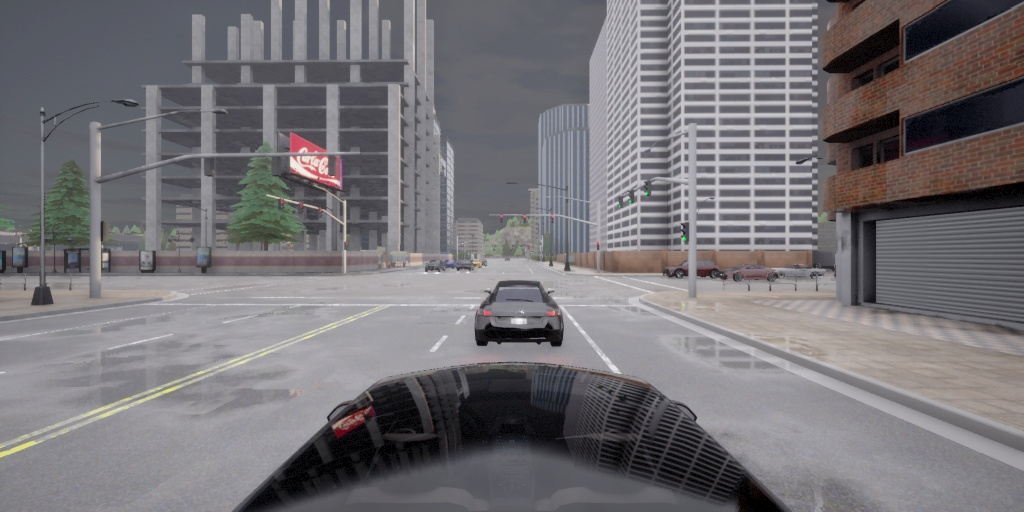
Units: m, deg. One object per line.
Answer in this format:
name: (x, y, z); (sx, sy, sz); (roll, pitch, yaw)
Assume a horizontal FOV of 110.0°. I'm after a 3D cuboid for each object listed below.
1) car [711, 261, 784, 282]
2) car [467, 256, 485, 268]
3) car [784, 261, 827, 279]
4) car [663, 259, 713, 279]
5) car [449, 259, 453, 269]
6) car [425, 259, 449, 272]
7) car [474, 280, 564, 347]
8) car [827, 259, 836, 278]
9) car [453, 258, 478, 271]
car: (18.793, 1.314, 28.767); (4.181, 1.385, 1.994); (0, 0, 1)
car: (-6.091, 1.228, 59.399); (1.882, 1.535, 5.008); (0, 0, 1)
car: (25.061, 1.351, 32.184); (4.718, 1.301, 1.895); (0, 0, 1)
car: (16.068, 1.102, 32.301); (4.553, 1.767, 2.097); (0, 0, 1)
car: (-9.665, 1.228, 55.701); (1.882, 1.535, 5.008); (0, 0, 1)
car: (-9.839, 1.255, 46.207); (1.837, 1.490, 4.892); (0, 0, 1)
car: (0.188, 1.314, 9.392); (1.994, 1.385, 4.181); (0, 0, 1)
car: (28.679, 1.228, 28.630); (5.008, 1.535, 1.882); (0, 0, 1)
car: (-6.290, 1.297, 49.090); (2.033, 1.411, 5.357); (0, 0, 1)
